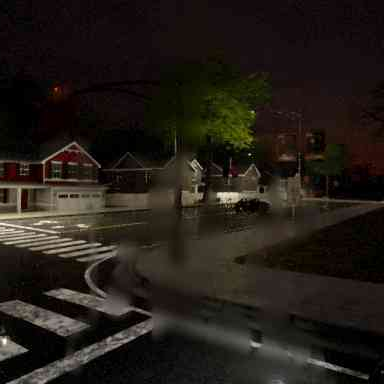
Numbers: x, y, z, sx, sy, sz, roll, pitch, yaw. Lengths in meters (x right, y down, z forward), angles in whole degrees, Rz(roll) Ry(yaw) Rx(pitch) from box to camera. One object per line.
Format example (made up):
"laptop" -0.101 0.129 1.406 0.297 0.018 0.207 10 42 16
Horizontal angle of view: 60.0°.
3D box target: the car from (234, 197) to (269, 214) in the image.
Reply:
"car" 5.916 1.281 32.340 2.128 1.511 4.902 1 1 36

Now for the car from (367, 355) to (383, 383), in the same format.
"car" 3.346 1.506 1.295 4.892 1.490 1.837 0 0 35
